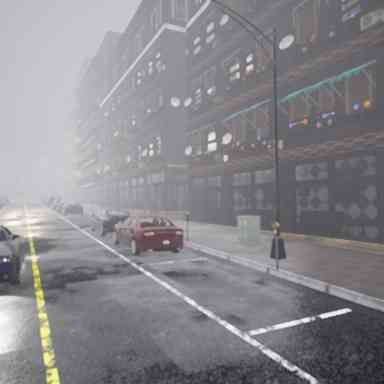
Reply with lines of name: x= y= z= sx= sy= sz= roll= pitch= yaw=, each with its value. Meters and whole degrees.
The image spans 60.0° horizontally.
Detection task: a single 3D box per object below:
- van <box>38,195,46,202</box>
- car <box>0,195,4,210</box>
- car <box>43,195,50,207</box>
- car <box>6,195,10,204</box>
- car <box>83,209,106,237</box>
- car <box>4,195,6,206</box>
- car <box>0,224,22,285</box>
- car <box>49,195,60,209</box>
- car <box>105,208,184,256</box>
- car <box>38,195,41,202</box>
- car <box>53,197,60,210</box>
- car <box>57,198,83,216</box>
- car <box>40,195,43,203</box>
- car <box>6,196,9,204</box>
van: x=-39.363 y=1.616 z=87.146 sx=1.690 sy=1.788 sz=3.998 roll=1 pitch=-1 yaw=-27
car: x=-23.903 y=1.389 z=39.242 sx=2.192 sy=1.841 sz=5.009 roll=2 pitch=-1 yaw=-27
car: x=-21.872 y=1.417 z=52.601 sx=2.192 sy=1.841 sz=5.009 roll=1 pitch=-1 yaw=-27
car: x=-38.892 y=1.508 z=68.847 sx=2.192 sy=1.841 sz=5.009 roll=1 pitch=-1 yaw=-27
car: x=-4.360 y=1.564 z=18.072 sx=2.008 sy=1.369 sz=4.403 roll=1 pitch=-1 yaw=-27
car: x=-26.401 y=1.405 z=44.176 sx=2.192 sy=1.841 sz=5.009 roll=2 pitch=-1 yaw=-27
car: x=-5.671 y=1.573 z=8.867 sx=1.994 sy=1.385 sz=4.181 roll=0 pitch=0 yaw=-27
car: x=-16.841 y=1.510 z=42.749 sx=1.967 sy=1.590 sz=4.097 roll=1 pitch=-1 yaw=-27
car: x=-1.861 y=1.553 z=13.137 sx=1.887 sy=1.381 sz=4.507 roll=2 pitch=-1 yaw=-27
car: x=-31.871 y=1.770 z=72.338 sx=1.802 sy=1.307 sz=4.206 roll=1 pitch=-1 yaw=-27
car: x=-14.351 y=1.600 z=37.809 sx=1.887 sy=1.381 sz=4.507 roll=1 pitch=-1 yaw=-27
car: x=-11.854 y=1.586 z=32.876 sx=1.887 sy=1.381 sz=4.507 roll=1 pitch=-1 yaw=-27
car: x=-26.872 y=1.582 z=62.470 sx=1.967 sy=1.590 sz=4.097 roll=1 pitch=-1 yaw=-27
car: x=-31.403 y=1.691 z=54.042 sx=1.947 sy=1.339 sz=4.313 roll=2 pitch=-1 yaw=-27
